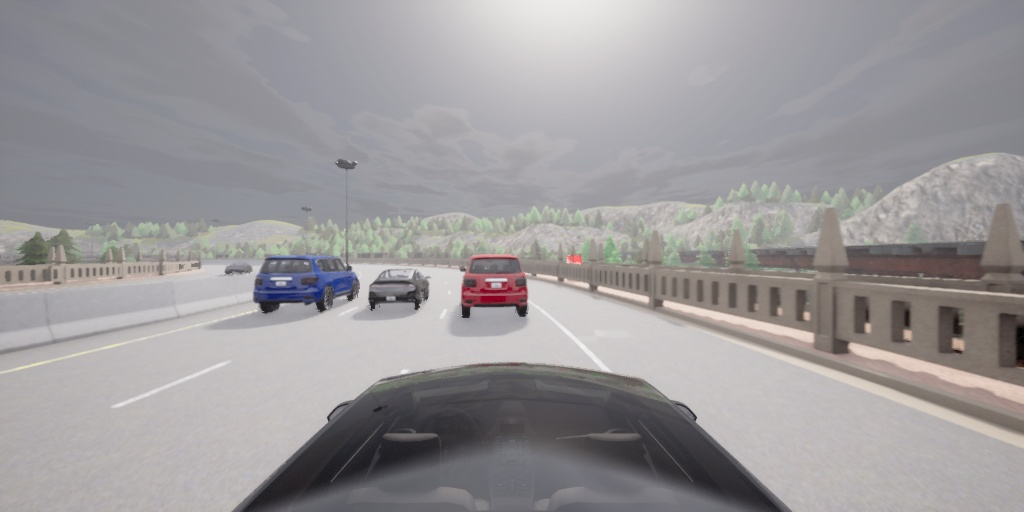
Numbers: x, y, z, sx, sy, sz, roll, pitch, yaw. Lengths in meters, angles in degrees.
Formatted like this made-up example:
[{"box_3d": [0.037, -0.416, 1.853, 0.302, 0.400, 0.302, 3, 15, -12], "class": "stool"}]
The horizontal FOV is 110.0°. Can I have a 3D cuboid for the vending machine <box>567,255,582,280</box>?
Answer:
[{"box_3d": [4.781, 0.906, 27.553, 1.100, 2.100, 0.880, 0, 0, -13], "class": "vending machine"}]

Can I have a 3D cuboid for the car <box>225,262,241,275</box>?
[{"box_3d": [-30.786, 1.386, 40.559, 2.033, 1.411, 5.357, 0, 0, -27], "class": "car"}]

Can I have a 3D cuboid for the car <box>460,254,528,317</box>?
[{"box_3d": [-0.755, 0.965, 13.380, 2.150, 2.045, 5.566, 0, 0, -6], "class": "car"}]

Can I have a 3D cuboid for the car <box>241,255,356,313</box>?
[{"box_3d": [-7.923, 0.992, 14.394, 2.150, 2.045, 5.566, 0, 0, -8], "class": "car"}]

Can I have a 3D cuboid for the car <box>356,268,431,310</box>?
[{"box_3d": [-4.500, 1.249, 14.782, 2.128, 1.511, 4.902, 0, 0, -8], "class": "car"}]
